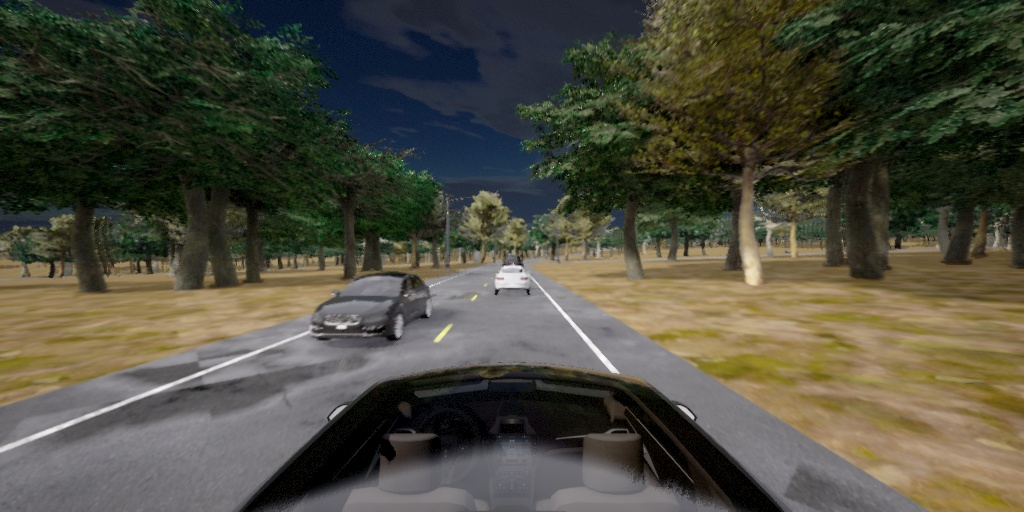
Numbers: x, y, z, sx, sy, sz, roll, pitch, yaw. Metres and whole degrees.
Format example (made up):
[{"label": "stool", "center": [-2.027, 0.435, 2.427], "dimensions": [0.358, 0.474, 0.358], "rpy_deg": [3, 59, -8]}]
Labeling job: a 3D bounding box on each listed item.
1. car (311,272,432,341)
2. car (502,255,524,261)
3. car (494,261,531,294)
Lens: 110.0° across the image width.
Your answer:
[{"label": "car", "center": [-3.511, 1.226, 9.847], "dimensions": [1.837, 1.490, 4.892], "rpy_deg": [0, 0, 0]}, {"label": "car", "center": [0.096, 0.904, 38.451], "dimensions": [2.150, 2.045, 5.566], "rpy_deg": [0, 0, 0]}, {"label": "car", "center": [0.035, 1.212, 19.538], "dimensions": [1.812, 1.442, 4.674], "rpy_deg": [0, 0, 1]}]
